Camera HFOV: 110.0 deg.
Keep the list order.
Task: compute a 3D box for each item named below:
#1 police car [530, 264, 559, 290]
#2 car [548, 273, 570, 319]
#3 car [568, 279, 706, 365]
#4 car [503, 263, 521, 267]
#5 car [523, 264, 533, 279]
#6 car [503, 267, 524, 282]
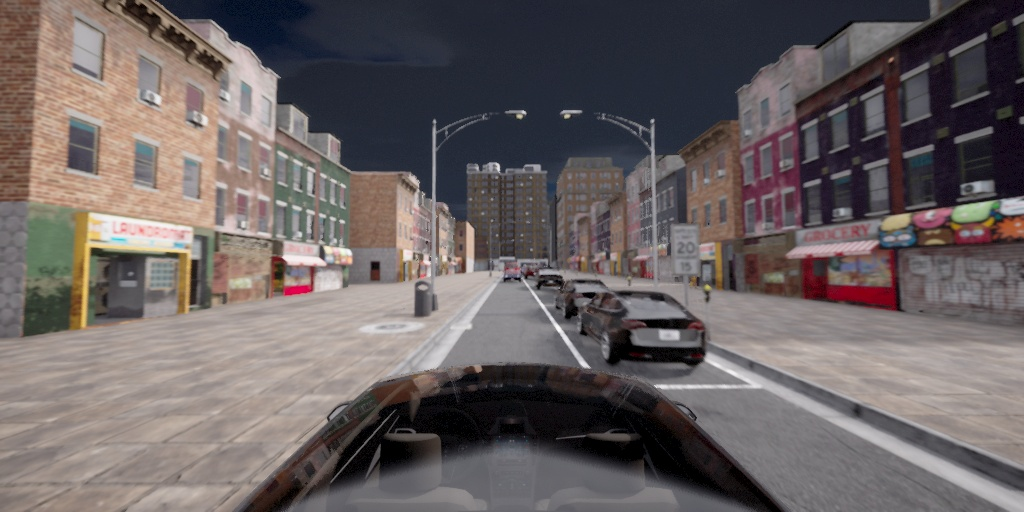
[{"bbox_3d":[2.749,1.684,27.956,1.930,1.638,5.238,0,-1,0],"label":"police car"},{"bbox_3d":[2.640,1.519,13.550,1.948,1.339,4.313,0,0,0],"label":"car"},{"bbox_3d":[2.639,1.412,8.115,1.948,1.339,4.313,0,0,0],"label":"car"},{"bbox_3d":[0.004,1.976,48.746,2.150,2.045,5.566,0,-1,0],"label":"car"},{"bbox_3d":[2.643,1.996,46.166,2.192,1.841,5.009,0,0,0],"label":"car"},{"bbox_3d":[0.048,2.098,37.989,1.895,1.301,4.718,0,-1,0],"label":"car"}]
